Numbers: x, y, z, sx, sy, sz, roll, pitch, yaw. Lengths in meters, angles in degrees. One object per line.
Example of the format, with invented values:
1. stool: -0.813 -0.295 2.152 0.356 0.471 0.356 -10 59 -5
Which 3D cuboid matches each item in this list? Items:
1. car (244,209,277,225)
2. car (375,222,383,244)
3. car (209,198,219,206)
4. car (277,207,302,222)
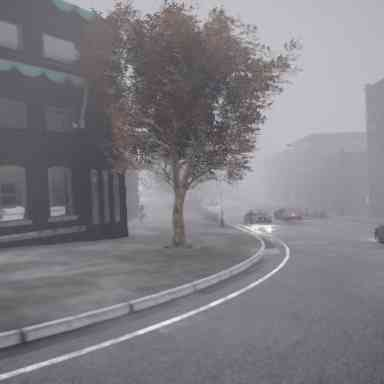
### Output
1. car: 6.224 2.341 31.631 1.994 1.385 4.181 -3 -2 -2
2. car: 9.476 1.702 14.355 1.994 1.385 4.181 -2 -2 13
3. car: 4.844 2.181 72.832 1.837 1.490 4.892 -3 2 -2
4. car: 9.799 2.254 34.373 1.994 1.385 4.181 -3 -2 -2
